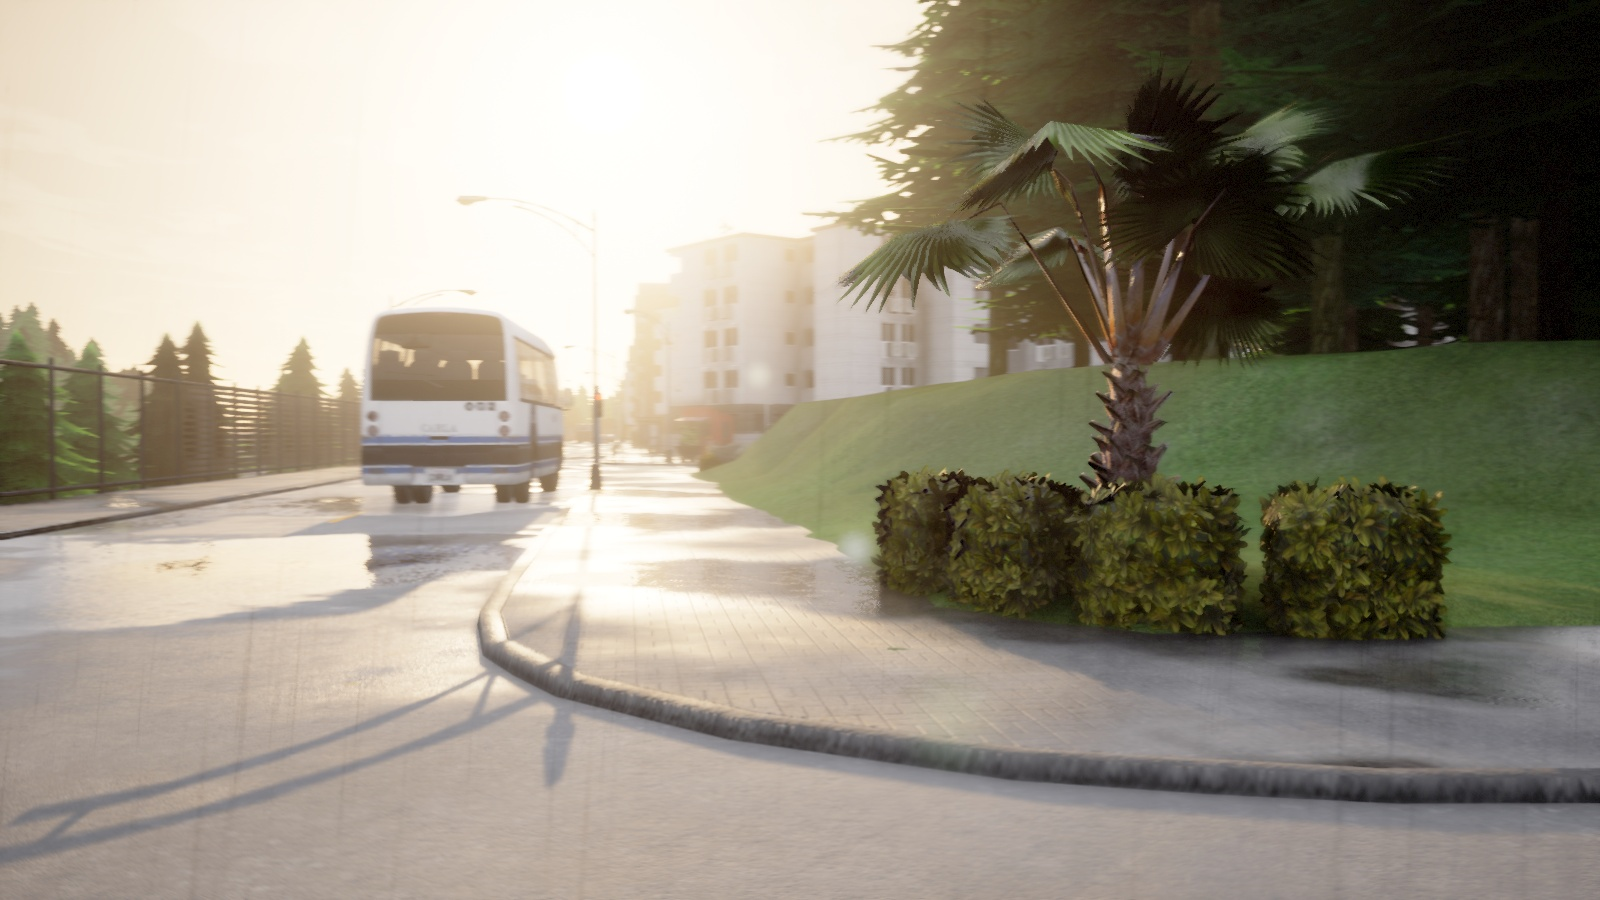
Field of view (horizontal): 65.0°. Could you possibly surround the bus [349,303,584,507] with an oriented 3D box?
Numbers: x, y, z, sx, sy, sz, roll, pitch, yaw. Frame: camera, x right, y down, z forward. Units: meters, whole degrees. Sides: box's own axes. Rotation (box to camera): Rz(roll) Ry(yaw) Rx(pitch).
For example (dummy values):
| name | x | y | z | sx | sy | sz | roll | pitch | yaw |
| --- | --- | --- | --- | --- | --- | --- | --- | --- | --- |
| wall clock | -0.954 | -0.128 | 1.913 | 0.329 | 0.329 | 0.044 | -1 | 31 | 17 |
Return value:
| name | x | y | z | sx | sy | sz | roll | pitch | yaw |
| --- | --- | --- | --- | --- | --- | --- | --- | --- | --- |
| bus | -7.846 | -0.990 | 31.392 | 3.944 | 4.253 | 10.273 | 0 | 1 | -5 |
